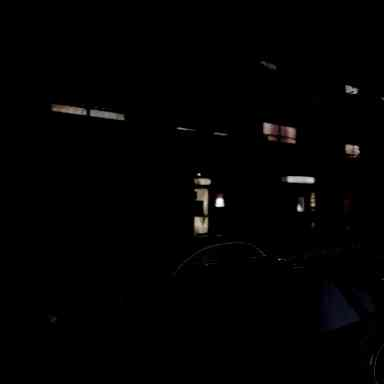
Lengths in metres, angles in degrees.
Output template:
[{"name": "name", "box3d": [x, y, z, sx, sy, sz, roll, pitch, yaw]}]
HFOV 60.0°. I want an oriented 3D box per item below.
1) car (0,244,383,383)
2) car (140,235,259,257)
[{"name": "car", "box3d": [0.585, 1.564, 3.766, 5.357, 1.411, 2.033, 0, 0, -32]}, {"name": "car", "box3d": [0.037, 1.575, 6.591, 4.403, 1.369, 2.008, 0, 0, -36]}]
